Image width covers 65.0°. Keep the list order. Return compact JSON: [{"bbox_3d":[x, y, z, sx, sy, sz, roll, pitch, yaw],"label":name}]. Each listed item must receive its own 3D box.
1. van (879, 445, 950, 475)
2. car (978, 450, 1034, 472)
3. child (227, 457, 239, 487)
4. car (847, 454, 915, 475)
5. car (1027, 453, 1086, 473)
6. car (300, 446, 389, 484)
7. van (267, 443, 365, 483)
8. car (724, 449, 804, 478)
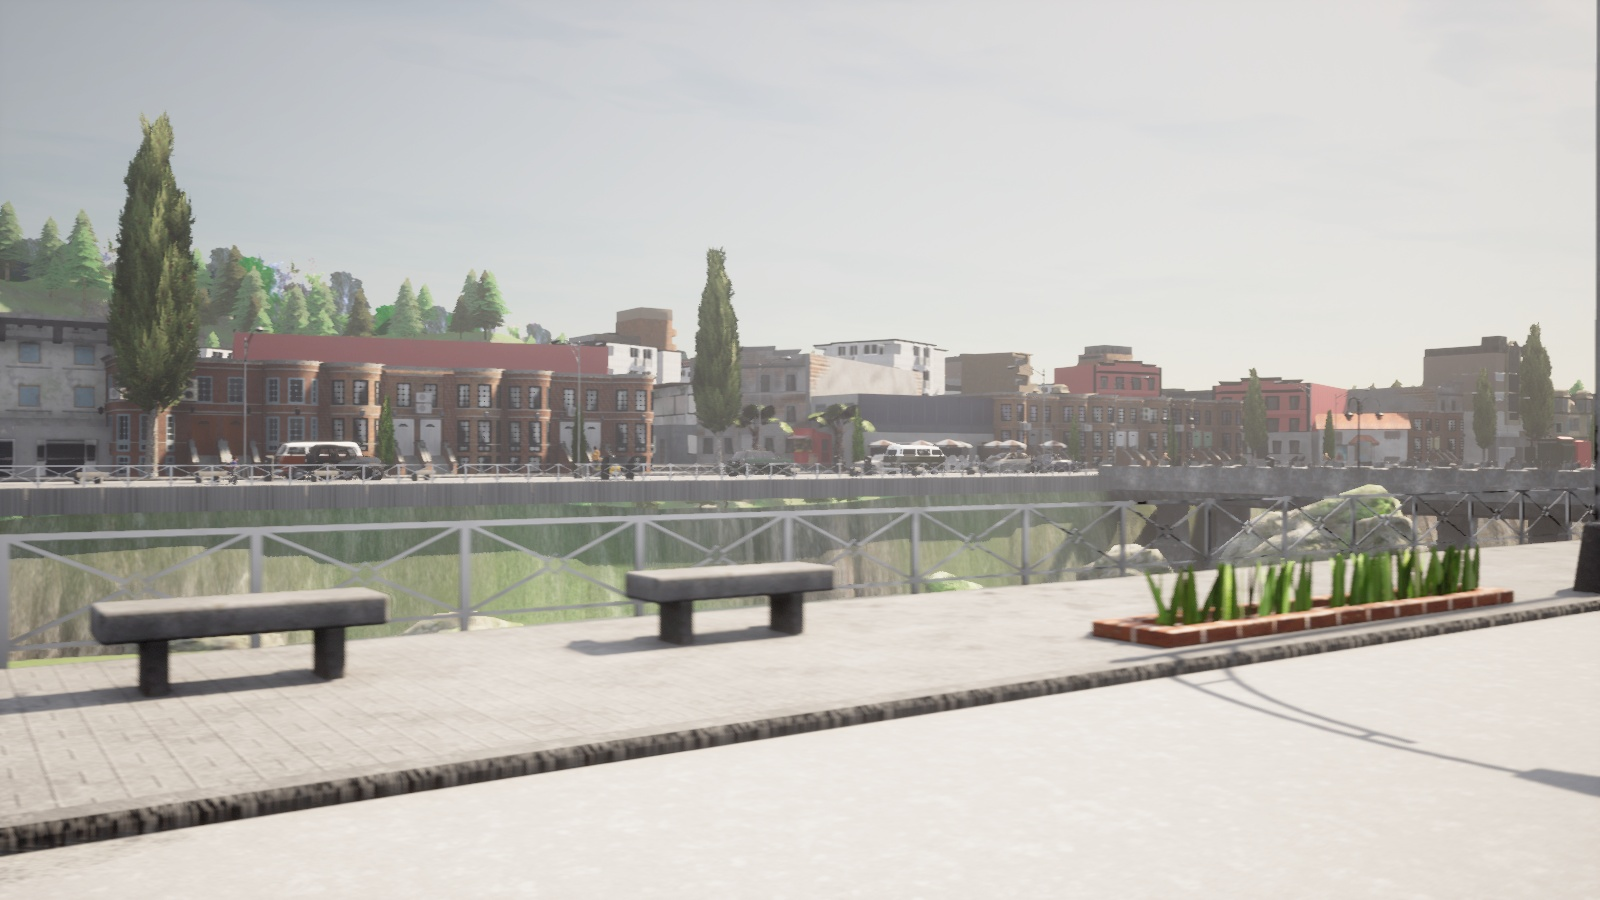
[{"bbox_3d":[7.748,0.660,84.803,4.480,2.038,2.069,0,0,-35],"label":"van"},{"bbox_3d":[15.637,0.843,95.170,3.988,1.617,1.851,0,0,-35],"label":"car"},{"bbox_3d":[-23.921,0.915,52.962,0.437,1.263,0.270,0,0,-33],"label":"child"},{"bbox_3d":[5.686,0.975,88.239,4.674,1.442,1.812,0,0,-35],"label":"car"},{"bbox_3d":[18.915,0.945,92.579,4.193,1.474,1.816,0,0,-35],"label":"car"},{"bbox_3d":[-22.968,0.745,63.410,3.866,1.878,1.905,0,0,-35],"label":"car"},{"bbox_3d":[-25.596,0.685,66.453,4.480,2.038,2.069,0,0,-35],"label":"van"},{"bbox_3d":[-2.232,0.799,77.851,4.553,1.767,2.097,0,0,-35],"label":"car"}]
